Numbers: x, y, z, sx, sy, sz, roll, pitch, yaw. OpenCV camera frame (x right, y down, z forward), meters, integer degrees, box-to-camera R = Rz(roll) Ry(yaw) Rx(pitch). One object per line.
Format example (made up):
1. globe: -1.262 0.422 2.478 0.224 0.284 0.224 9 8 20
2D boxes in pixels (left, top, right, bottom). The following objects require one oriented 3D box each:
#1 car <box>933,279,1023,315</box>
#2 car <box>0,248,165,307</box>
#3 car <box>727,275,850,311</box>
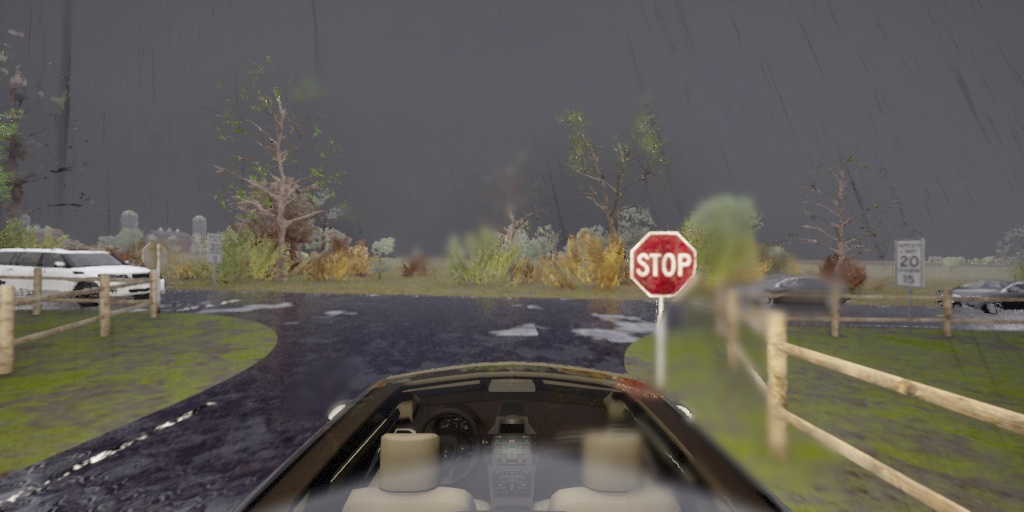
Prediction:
1. car: 22.658 1.855 16.634 4.902 1.511 2.128 1 0 0
2. car: -16.790 0.754 13.769 5.566 2.045 2.150 1 0 0
3. car: 12.702 1.643 16.654 4.902 1.511 2.128 1 0 0
